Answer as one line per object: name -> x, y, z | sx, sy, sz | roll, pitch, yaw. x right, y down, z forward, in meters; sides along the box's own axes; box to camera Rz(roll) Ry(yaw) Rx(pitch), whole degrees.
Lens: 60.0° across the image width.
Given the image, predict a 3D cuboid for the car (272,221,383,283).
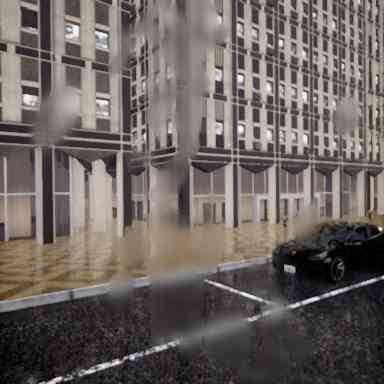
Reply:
car -> 4.206, 1.539, 9.570 | 4.313, 1.339, 1.947 | 0, 0, -36
